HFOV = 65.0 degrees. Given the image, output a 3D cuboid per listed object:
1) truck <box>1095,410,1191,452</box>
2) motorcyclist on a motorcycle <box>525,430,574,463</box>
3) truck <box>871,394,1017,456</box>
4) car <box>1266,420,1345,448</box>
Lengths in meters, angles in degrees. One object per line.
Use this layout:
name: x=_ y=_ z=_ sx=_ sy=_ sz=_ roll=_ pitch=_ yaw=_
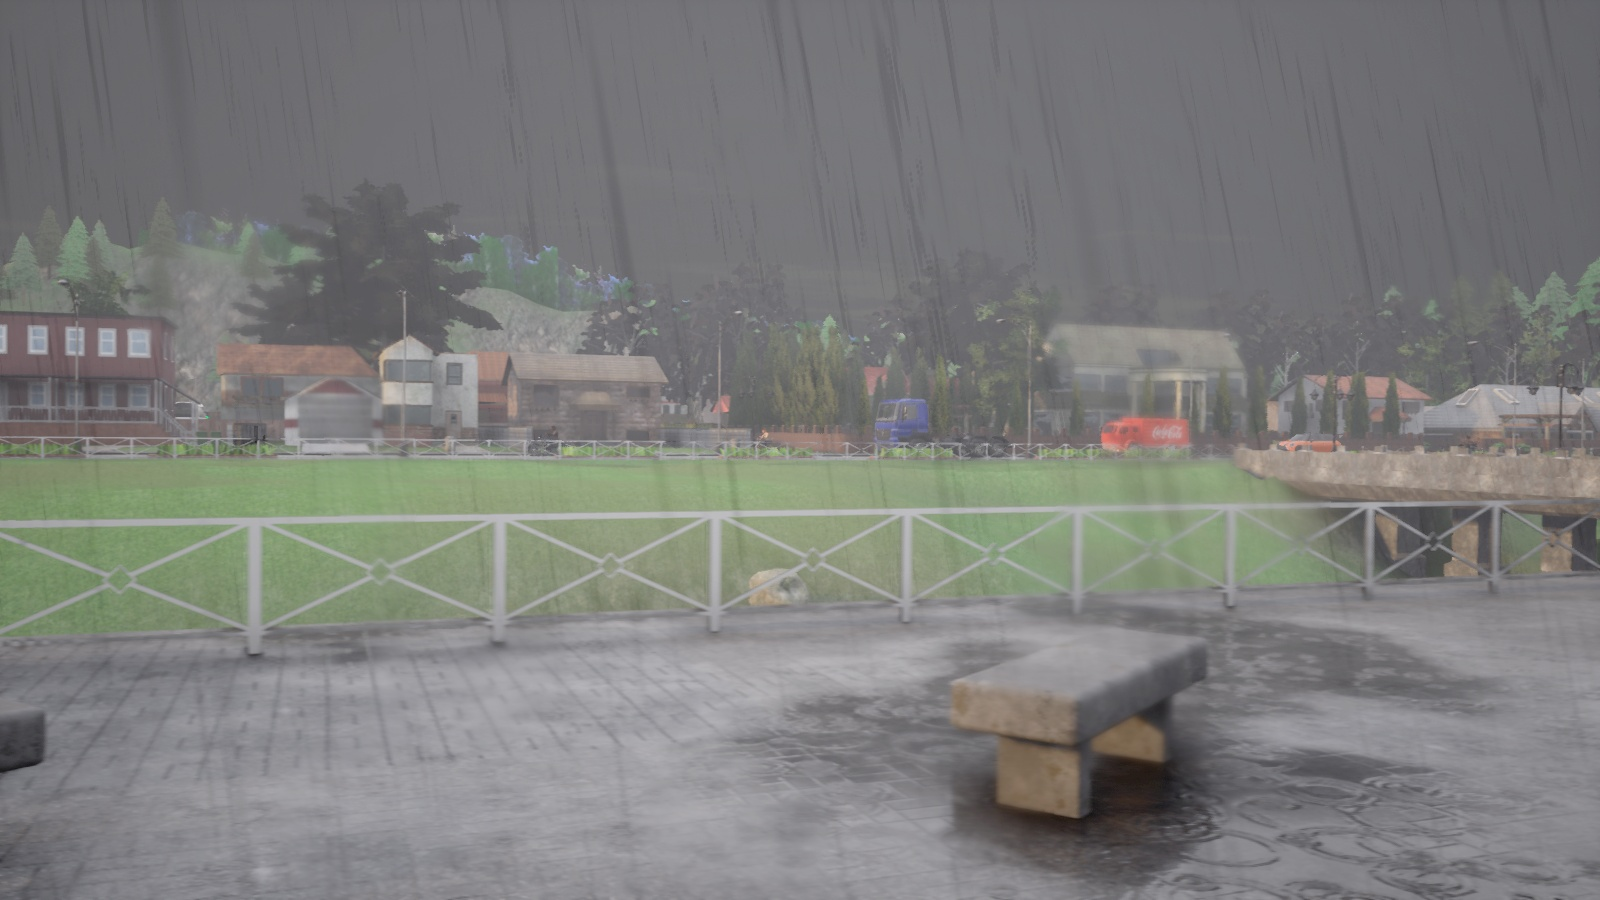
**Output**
truck: x=21.234 y=-1.185 z=77.811 sx=5.204 sy=2.467 sz=2.627 roll=-1 pitch=1 yaw=-21
motorcyclist on a motorcycle: x=-12.940 y=-0.167 z=64.851 sx=2.350 sy=1.649 sz=0.766 roll=-1 pitch=1 yaw=-21
truck: x=8.375 y=-1.461 z=72.926 sx=7.936 sy=3.462 sz=2.891 roll=-1 pitch=1 yaw=-21
car: x=33.128 y=-1.041 z=82.328 sx=4.553 sy=1.767 sz=2.097 roll=-1 pitch=1 yaw=-21
